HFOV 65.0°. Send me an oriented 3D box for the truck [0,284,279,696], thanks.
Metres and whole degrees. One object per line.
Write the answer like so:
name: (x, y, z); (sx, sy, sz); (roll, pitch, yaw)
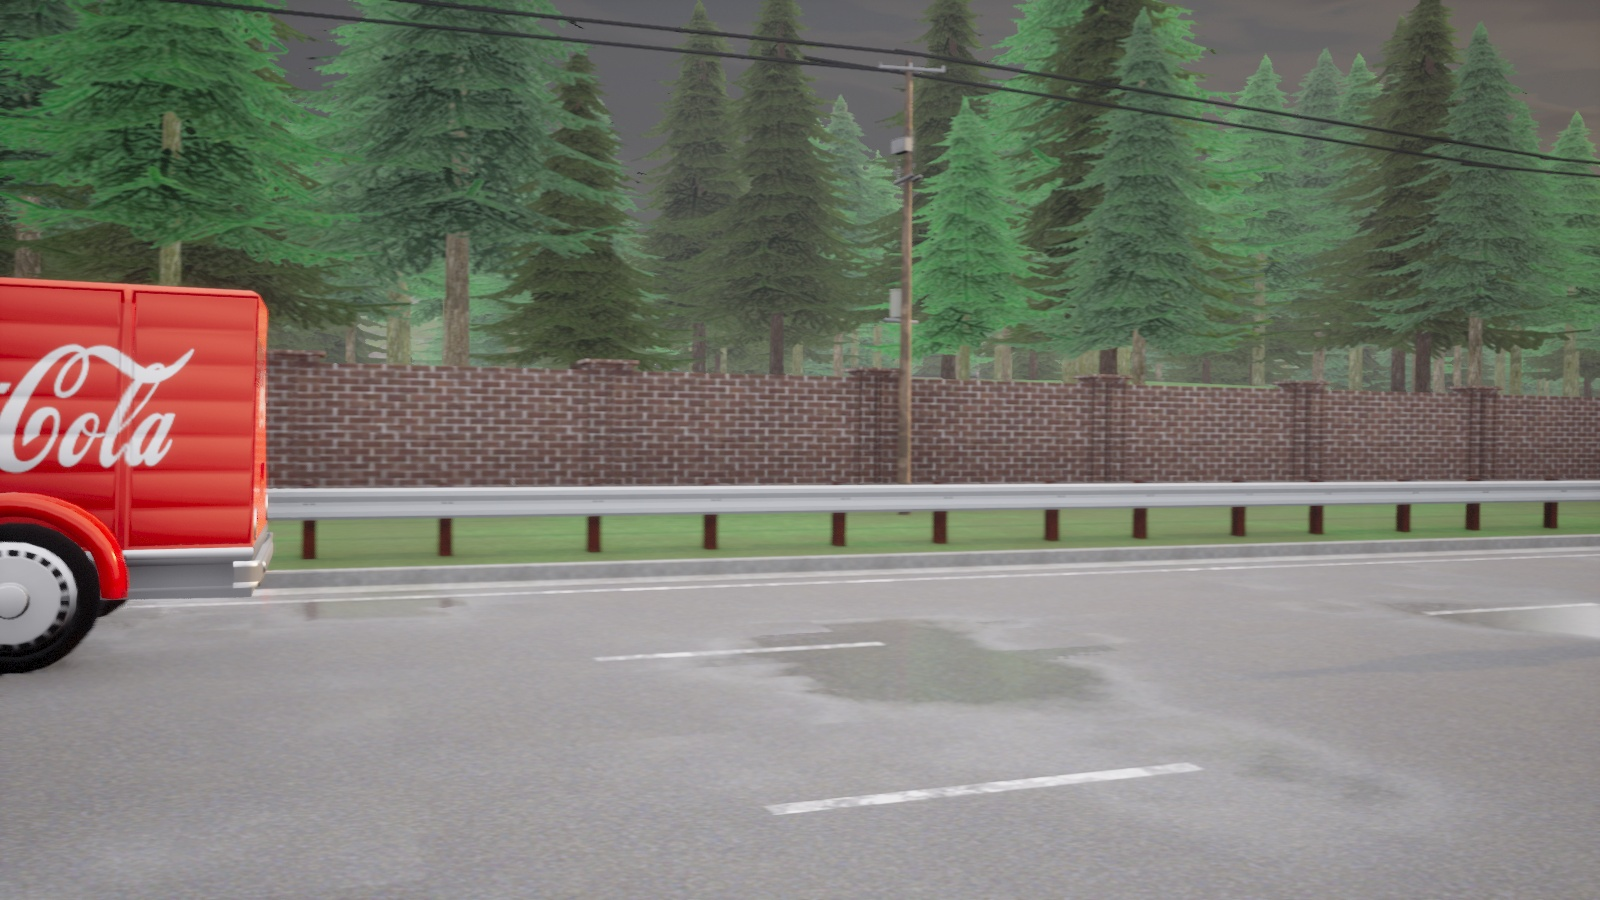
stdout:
truck: (-6.330, 0.244, 8.317); (5.204, 2.467, 2.627); (-1, 1, -21)
